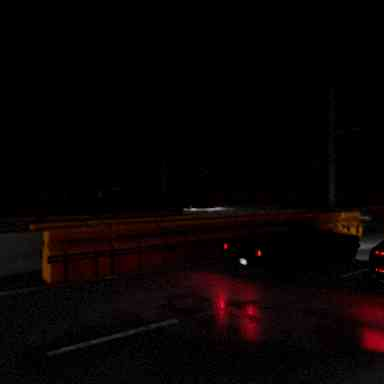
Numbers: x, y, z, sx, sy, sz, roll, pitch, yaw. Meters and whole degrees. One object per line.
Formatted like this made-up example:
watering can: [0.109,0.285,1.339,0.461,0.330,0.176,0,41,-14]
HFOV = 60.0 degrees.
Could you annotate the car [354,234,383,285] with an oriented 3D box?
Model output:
car: [6.238,1.502,8.172,4.892,1.490,1.837,0,0,-35]

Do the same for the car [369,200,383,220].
car: [15.250,1.344,25.259,2.097,1.767,4.553,0,0,8]

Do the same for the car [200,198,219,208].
car: [1.499,1.532,47.741,2.033,1.411,5.357,0,0,-35]

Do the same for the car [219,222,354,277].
car: [3.209,1.597,10.314,4.718,1.301,1.895,0,0,-35]

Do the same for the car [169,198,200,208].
car: [-1.699,1.532,46.188,2.033,1.411,5.357,0,0,-35]
